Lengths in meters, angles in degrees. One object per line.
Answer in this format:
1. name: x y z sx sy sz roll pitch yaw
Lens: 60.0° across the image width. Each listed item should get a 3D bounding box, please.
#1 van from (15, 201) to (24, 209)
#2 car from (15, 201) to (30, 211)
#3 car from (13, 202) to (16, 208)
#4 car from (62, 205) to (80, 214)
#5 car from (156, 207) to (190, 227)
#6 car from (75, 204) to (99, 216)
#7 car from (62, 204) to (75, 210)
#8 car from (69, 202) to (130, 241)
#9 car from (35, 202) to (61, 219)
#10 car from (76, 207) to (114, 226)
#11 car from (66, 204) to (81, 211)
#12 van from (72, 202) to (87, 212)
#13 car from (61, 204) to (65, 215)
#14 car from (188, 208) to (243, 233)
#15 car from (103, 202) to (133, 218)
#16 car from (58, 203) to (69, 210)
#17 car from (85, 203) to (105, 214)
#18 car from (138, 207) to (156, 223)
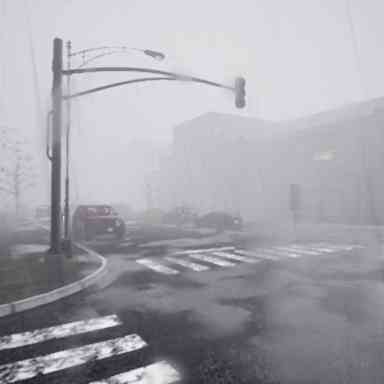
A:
1. van: -42.138 3.149 81.052 1.690 1.788 3.998 0 -1 -31
2. car: -33.663 3.016 66.725 2.008 1.369 4.403 0 -1 -31
3. car: -39.313 3.009 76.278 2.192 1.841 5.009 0 -1 -31
4. car: -19.814 2.790 54.492 1.895 1.301 4.718 1 -2 -31
5. car: -1.032 2.003 28.024 1.967 1.590 4.097 0 -1 -31
6. car: -14.453 2.466 45.521 2.128 1.511 4.902 1 -2 -30
7. car: -26.451 3.174 70.990 1.802 1.307 4.206 0 -1 -31
8. car: -5.421 1.637 18.987 2.192 1.841 5.009 0 -1 -31
9. car: -16.717 2.220 38.081 1.967 1.590 4.097 0 -1 -31
10. car: -8.800 2.136 29.787 2.033 1.411 5.357 1 -2 -31
11. car: -23.626 3.022 66.217 1.887 1.381 4.507 0 -1 -31
12. van: -20.804 2.705 61.446 1.690 1.788 3.998 0 -1 -31
13. car: -19.776 2.585 48.537 2.033 1.411 5.357 1 -2 -31
14. car: 1.793 2.014 23.247 1.947 1.339 4.313 0 -1 -31
15. car: -9.506 2.221 42.349 2.192 1.841 5.009 0 -1 -31
16. car: -29.275 3.288 75.765 1.802 1.307 4.206 0 -1 -31
17. car: -15.154 2.575 51.896 1.967 1.590 4.097 0 -1 -31
18. car: -3.943 2.206 32.943 1.752 1.417 4.829 0 -1 -31
